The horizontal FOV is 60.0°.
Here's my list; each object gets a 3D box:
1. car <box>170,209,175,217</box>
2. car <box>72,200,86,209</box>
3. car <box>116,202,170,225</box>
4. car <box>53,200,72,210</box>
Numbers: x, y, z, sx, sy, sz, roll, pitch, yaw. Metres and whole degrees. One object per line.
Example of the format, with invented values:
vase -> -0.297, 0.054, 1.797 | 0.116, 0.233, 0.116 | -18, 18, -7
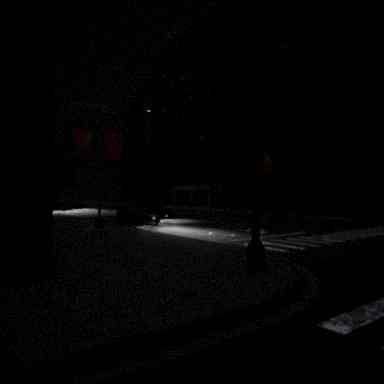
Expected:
car -> -3.698, 1.640, 30.086 | 2.033, 1.411, 5.357 | 0, 0, -36
car -> -17.286, 1.782, 49.117 | 1.895, 1.301, 4.718 | 0, 0, -35
car -> -4.050, 1.563, 25.007 | 2.128, 1.511, 4.902 | 0, 0, -36
car -> -18.162, 1.765, 44.719 | 1.895, 1.301, 4.718 | 0, 0, -35
